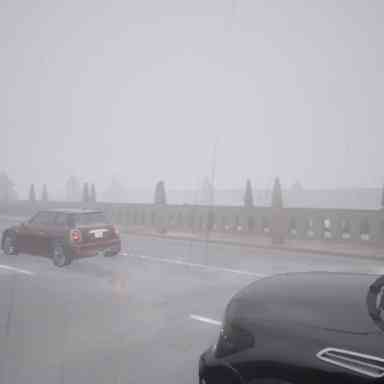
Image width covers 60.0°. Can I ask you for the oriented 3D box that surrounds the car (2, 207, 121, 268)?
[{"bbox_3d":[-4.635,1.354,11.597,4.553,1.767,2.097,0,0,35],"label":"car"}]

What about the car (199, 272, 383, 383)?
[{"bbox_3d":[2.718,1.222,2.054,5.566,2.045,2.150,0,0,35],"label":"car"}]
